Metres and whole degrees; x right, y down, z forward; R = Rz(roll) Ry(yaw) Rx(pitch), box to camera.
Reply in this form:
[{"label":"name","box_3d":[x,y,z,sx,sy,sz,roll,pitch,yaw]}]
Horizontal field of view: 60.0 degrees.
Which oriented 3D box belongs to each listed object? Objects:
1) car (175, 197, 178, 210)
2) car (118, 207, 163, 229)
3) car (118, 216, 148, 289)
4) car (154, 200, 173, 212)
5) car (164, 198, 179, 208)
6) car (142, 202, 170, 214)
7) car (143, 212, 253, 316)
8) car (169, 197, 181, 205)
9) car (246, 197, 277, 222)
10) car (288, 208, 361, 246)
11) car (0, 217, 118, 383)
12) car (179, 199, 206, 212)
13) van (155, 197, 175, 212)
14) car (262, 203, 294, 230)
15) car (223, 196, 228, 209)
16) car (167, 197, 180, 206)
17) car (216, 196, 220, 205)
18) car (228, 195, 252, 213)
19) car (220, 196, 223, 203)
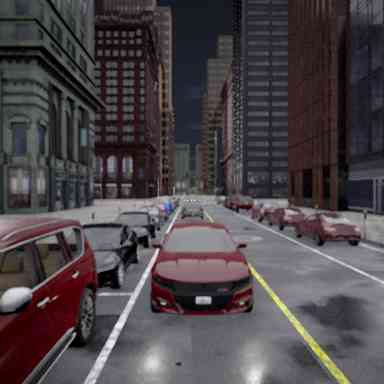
[{"label":"car","box_3d":[-2.814,1.527,37.174,1.752,1.417,4.829,0,0,-1]},{"label":"car","box_3d":[-2.581,1.563,14.798,1.947,1.339,4.313,0,0,-1]},{"label":"car","box_3d":[-2.523,1.563,9.162,1.947,1.339,4.313,0,0,-1]},{"label":"car","box_3d":[-2.699,1.580,26.071,1.802,1.307,4.206,0,0,-1]},{"label":"car","box_3d":[-2.933,1.575,48.616,1.947,1.339,4.313,0,0,-1]},{"label":"car","box_3d":[-2.640,1.548,20.434,2.008,1.369,4.403,0,0,-1]},{"label":"car","box_3d":[0.157,1.476,7.868,1.882,1.535,5.008,0,0,-1]},{"label":"car","box_3d":[-3.051,1.570,59.889,2.008,1.369,4.403,0,0,-1]},{"label":"car","box_3d":[5.825,1.440,26.165,1.967,1.590,4.097,0,0,-1]},{"label":"car","box_3d":[5.943,1.581,14.893,1.802,1.307,4.206,0,0,-1]},{"label":"car","box_3d":[-2.465,1.314,3.526,2.192,1.841,5.009,0,0,-1]},{"label":"car","box_3d":[0.044,1.501,28.275,1.837,1.490,4.892,0,1,-1]},{"label":"van","box_3d":[-2.758,1.340,31.708,1.690,1.788,3.998,0,0,-1]},{"label":"car","box_3d":[5.884,1.581,20.529,1.802,1.307,4.206,0,0,-1]},{"label":"car","box_3d":[5.649,1.322,43.072,2.192,1.841,5.009,0,0,-1]},{"label":"car","box_3d":[-2.992,1.580,54.252,1.947,1.339,4.313,0,0,-1]},{"label":"car","box_3d":[5.473,1.461,59.979,1.967,1.590,4.097,0,0,-1]},{"label":"car","box_3d":[5.707,1.319,37.436,2.192,1.841,5.009,0,0,-1]},{"label":"car","box_3d":[5.591,1.577,48.708,1.947,1.339,4.313,0,0,-1]}]
